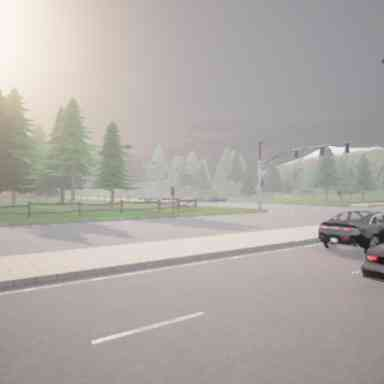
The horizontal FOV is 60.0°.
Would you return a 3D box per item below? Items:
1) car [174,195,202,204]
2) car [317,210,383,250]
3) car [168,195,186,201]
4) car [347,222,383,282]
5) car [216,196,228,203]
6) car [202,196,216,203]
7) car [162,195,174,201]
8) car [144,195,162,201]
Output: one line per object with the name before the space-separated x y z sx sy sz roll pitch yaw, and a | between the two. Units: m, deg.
car | -0.839 1.448 65.411 1.882 1.535 5.008 0 0 -34
car | 6.961 1.480 13.053 4.902 1.511 2.128 0 0 -35
car | -3.759 1.473 81.907 2.033 1.411 5.357 0 0 -35
car | 6.408 1.539 8.386 5.357 1.411 2.033 0 0 -35
car | 5.168 1.504 69.066 2.033 1.411 5.357 0 0 -35
car | 2.117 1.567 67.316 1.895 1.301 4.718 0 0 -35
car | -6.763 1.410 80.097 1.882 1.535 5.008 0 0 -35
car | -9.673 1.460 78.151 1.812 1.442 4.674 0 0 -35
